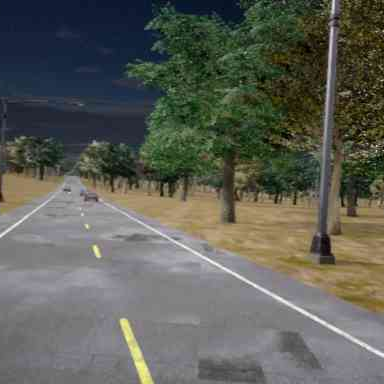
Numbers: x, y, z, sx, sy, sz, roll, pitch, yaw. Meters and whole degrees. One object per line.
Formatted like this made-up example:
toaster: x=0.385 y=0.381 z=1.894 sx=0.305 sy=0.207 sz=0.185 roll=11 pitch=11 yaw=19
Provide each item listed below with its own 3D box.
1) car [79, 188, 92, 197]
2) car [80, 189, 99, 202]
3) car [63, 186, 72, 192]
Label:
car: x=-20.992 y=0.076 z=65.399 sx=2.033 sy=1.411 sz=5.357 roll=3 pitch=0 yaw=-20
car: x=-14.532 y=0.533 z=47.918 sx=2.128 sy=1.511 sz=4.902 roll=3 pitch=0 yaw=-20
car: x=-31.019 y=-0.760 z=82.762 sx=2.033 sy=1.411 sz=5.357 roll=3 pitch=1 yaw=-20
